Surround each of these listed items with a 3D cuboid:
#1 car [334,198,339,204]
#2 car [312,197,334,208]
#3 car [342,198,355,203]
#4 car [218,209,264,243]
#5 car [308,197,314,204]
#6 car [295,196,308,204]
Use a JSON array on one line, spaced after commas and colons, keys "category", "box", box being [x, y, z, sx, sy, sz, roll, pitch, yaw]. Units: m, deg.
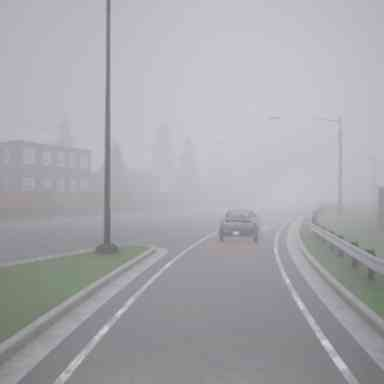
[{"category": "car", "box": [34.233, 2.251, 82.094, 2.033, 1.411, 5.357, 0, 0, 33]}, {"category": "car", "box": [22.759, 2.061, 57.862, 1.994, 1.385, 4.181, 0, 0, 33]}, {"category": "car", "box": [40.559, 2.314, 85.392, 1.994, 1.385, 4.181, 0, 0, 33]}, {"category": "car", "box": [2.562, 1.621, 16.950, 2.128, 1.511, 4.902, 0, 0, 15]}, {"category": "car", "box": [31.544, 2.311, 84.378, 1.895, 1.301, 4.718, 0, 0, 33]}, {"category": "car", "box": [28.386, 1.939, 85.942, 2.150, 2.045, 5.566, 0, 0, 33]}]
